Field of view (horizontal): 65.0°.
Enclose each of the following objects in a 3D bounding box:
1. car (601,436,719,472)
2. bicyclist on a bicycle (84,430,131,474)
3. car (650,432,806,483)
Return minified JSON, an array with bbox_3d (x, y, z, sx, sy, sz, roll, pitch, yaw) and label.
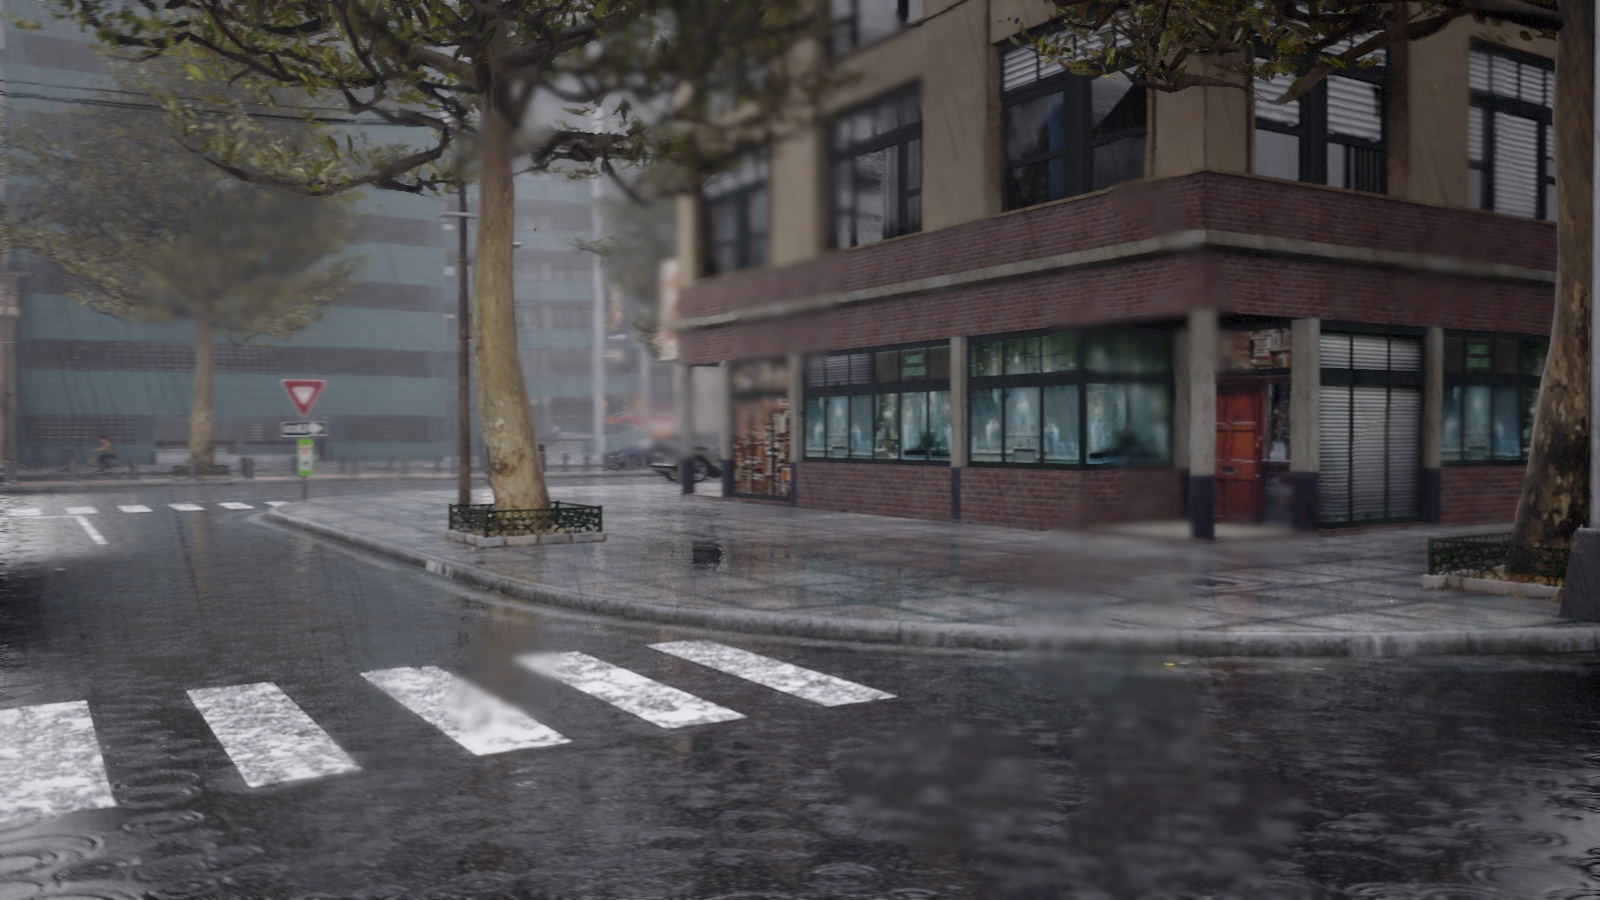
[{"bbox_3d":[-5.953,0.152,53.665,4.674,1.442,1.812,0,1,-33],"label":"car"},{"bbox_3d":[-25.408,0.065,46.074,1.509,1.612,0.866,0,1,-31],"label":"bicyclist on a bicycle"},{"bbox_3d":[-2.414,0.215,42.374,4.856,1.649,2.033,0,1,-31],"label":"car"}]
